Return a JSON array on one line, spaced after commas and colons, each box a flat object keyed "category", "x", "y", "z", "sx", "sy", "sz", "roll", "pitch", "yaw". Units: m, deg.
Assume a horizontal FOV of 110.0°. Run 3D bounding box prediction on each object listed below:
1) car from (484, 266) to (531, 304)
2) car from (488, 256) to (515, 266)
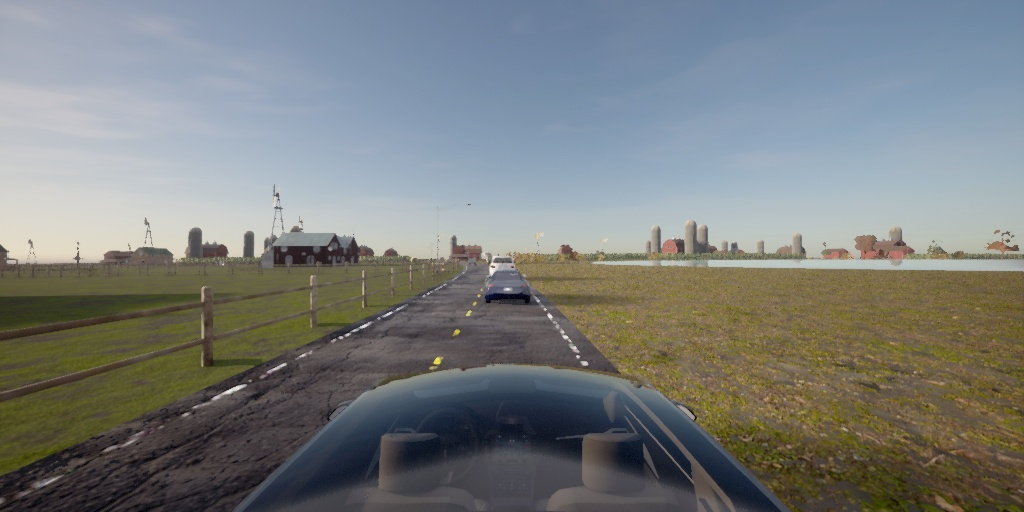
[{"category": "car", "x": -0.226, "y": 1.329, "z": 16.549, "sx": 1.994, "sy": 1.385, "sz": 4.181, "roll": 0, "pitch": 0, "yaw": -2}, {"category": "car", "x": -0.904, "y": 1.032, "z": 31.610, "sx": 2.150, "sy": 2.045, "sz": 5.566, "roll": 0, "pitch": 0, "yaw": -3}]
